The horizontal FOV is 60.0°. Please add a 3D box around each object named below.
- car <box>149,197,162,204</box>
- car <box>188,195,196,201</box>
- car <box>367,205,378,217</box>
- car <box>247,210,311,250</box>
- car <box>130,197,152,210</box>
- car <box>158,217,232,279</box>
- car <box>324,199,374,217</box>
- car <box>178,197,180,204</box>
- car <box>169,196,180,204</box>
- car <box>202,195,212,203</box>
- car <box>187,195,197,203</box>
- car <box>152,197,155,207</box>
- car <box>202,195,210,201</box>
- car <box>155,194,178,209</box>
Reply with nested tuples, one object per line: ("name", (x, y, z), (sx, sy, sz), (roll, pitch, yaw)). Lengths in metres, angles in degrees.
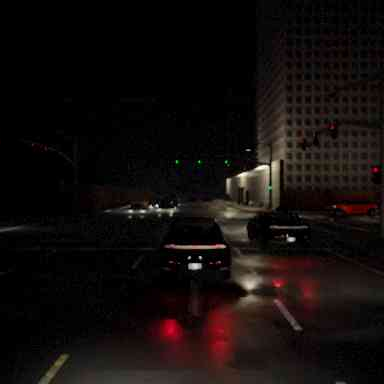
("car", (-7.005, 1.687, 64.708), (1.895, 1.301, 4.718), (0, 0, 1))
("car", (-0.006, 1.441, 84.965), (1.837, 1.490, 4.892), (0, 0, 0))
("car", (3.601, 1.222, 1.933), (2.150, 2.045, 5.566), (0, 0, 0))
("car", (3.592, 1.522, 14.466), (2.128, 1.511, 4.902), (0, -1, 0))
("car", (-7.094, 1.538, 45.224), (1.882, 1.535, 5.008), (0, 0, 0))
("car", (0.084, 1.505, 10.112), (2.128, 1.511, 4.902), (0, 0, 0))
("car", (15.031, 1.450, 31.680), (4.553, 1.767, 2.097), (0, 0, 0))
("car", (-3.566, 1.297, 56.924), (2.150, 2.045, 5.566), (0, 0, 0))
("car", (-3.505, 1.567, 67.072), (1.882, 1.535, 5.008), (0, 0, 0))
("car", (3.495, 1.624, 74.755), (1.812, 1.442, 4.674), (0, 0, 0))
("car", (-0.005, 1.446, 74.712), (2.097, 1.767, 4.553), (0, 0, 0))
("car", (-7.084, 1.550, 54.545), (1.882, 1.535, 5.008), (0, 0, 0))
("car", (3.494, 1.613, 85.060), (1.837, 1.490, 4.892), (0, 0, 0))
("car", (-3.589, 1.415, 47.334), (2.097, 1.767, 4.553), (0, 0, 0))
